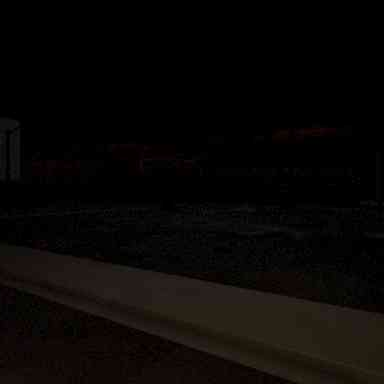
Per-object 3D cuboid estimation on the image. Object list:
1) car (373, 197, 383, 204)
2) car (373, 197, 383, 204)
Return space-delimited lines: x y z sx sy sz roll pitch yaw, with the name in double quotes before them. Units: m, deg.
"car" 37.548 1.576 65.367 1.853 1.218 4.536 1 1 6
"car" 37.541 1.734 65.317 2.038 1.542 4.974 1 1 6
